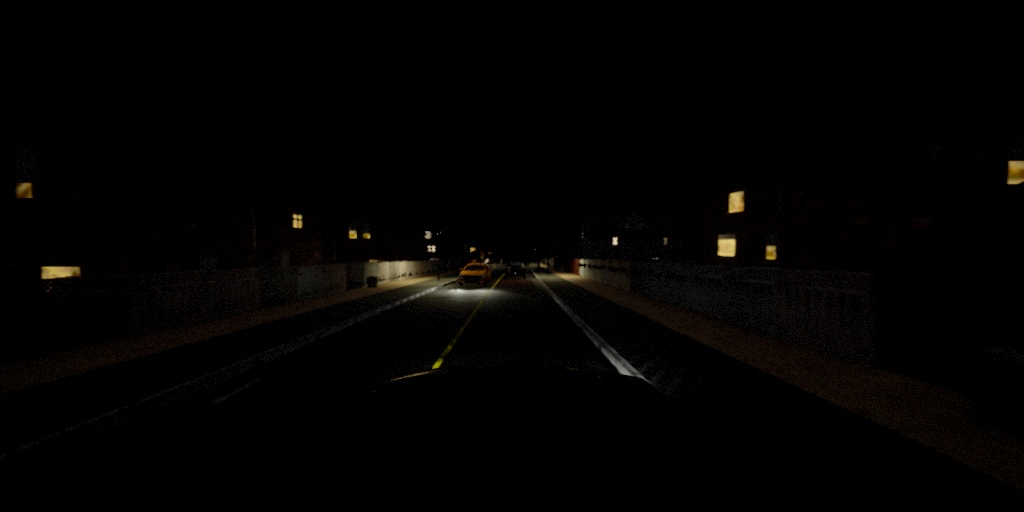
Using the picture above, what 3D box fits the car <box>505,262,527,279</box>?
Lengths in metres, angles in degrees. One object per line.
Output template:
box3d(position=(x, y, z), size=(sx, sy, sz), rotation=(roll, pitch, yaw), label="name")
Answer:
box3d(position=(0.348, 1.262, 32.909), size=(2.128, 1.511, 4.902), rotation=(0, 0, 2), label="car")

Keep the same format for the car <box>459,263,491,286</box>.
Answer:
box3d(position=(-2.555, 1.256, 25.566), size=(1.882, 1.535, 5.008), rotation=(0, 0, 1), label="car")
